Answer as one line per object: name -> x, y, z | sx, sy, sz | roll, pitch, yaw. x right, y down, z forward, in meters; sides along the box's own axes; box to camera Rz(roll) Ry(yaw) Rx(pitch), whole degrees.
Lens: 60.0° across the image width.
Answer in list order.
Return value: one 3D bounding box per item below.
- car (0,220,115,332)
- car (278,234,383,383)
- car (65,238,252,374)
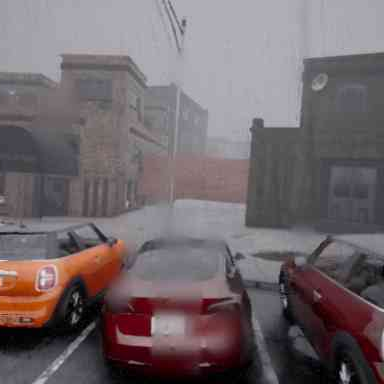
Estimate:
car -> -2.789, 1.380, 7.043 | 2.185, 1.767, 4.553 | 0, -1, 4
car -> 2.601, 1.357, 4.644 | 2.185, 1.767, 4.553 | 0, -1, 4
car -> -0.088, 1.525, 5.901 | 2.163, 1.488, 4.792 | 0, -1, 4
